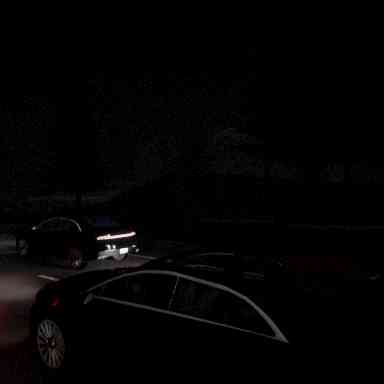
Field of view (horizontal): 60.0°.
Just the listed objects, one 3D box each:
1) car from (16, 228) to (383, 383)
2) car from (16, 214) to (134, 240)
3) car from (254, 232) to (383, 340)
[{"bbox_3d":[-0.039,1.490,4.016,4.902,1.511,2.128,0,0,35],"label":"car"},{"bbox_3d":[-3.941,1.478,11.016,4.902,1.511,2.128,0,0,36],"label":"car"},{"bbox_3d":[3.638,1.601,5.696,4.718,1.301,1.895,0,0,36],"label":"car"}]
